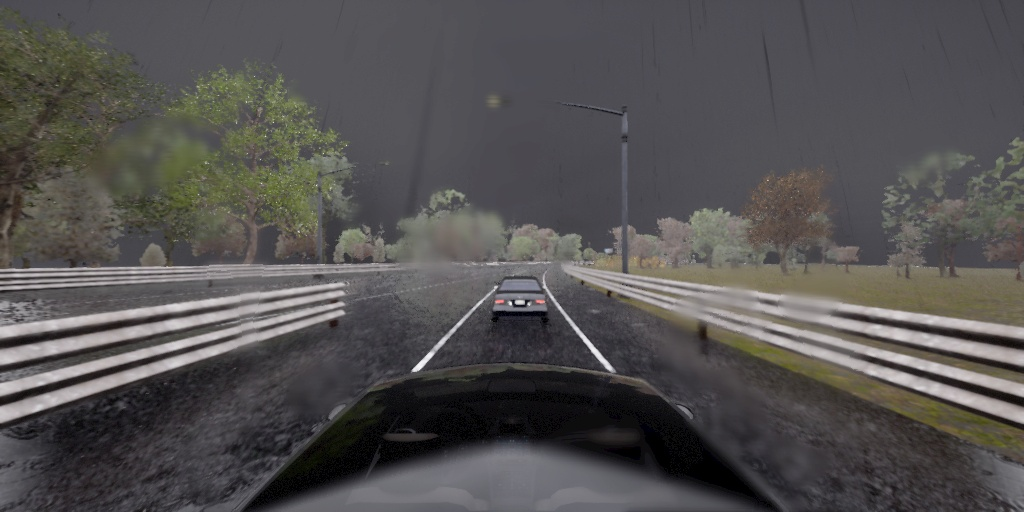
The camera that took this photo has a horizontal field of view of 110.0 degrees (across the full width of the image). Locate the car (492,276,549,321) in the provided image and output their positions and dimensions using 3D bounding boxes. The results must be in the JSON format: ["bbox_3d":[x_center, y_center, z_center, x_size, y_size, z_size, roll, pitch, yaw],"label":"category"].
[{"bbox_3d":[0.294,1.428,12.966,2.033,1.411,5.357,0,-1,1],"label":"car"}]
